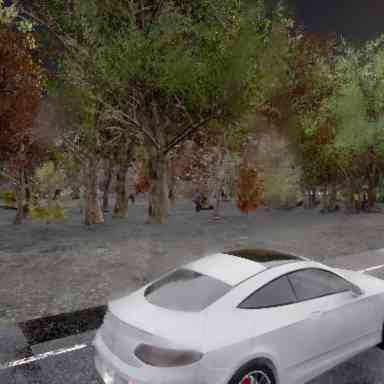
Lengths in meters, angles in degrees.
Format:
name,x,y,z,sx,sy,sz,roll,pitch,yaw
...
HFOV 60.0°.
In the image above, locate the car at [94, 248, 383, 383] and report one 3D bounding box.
name,x,y,z,sx,sy,sz,roll,pitch,yaw
car,1.075,1.526,4.514,4.674,1.442,1.812,0,0,-35
